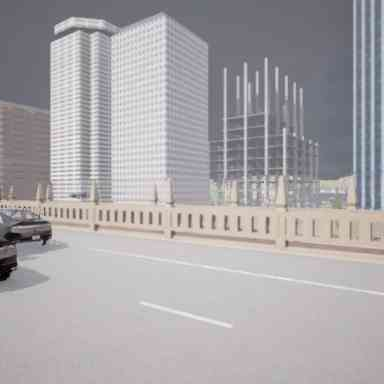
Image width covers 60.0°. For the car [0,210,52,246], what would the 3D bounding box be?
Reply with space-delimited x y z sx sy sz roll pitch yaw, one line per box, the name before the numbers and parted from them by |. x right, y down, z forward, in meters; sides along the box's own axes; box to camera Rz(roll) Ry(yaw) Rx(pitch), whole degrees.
car | -7.816 1.492 13.861 4.902 1.511 2.128 0 0 35

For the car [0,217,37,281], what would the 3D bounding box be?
car | -6.406 1.492 8.559 4.902 1.511 2.128 0 0 36
